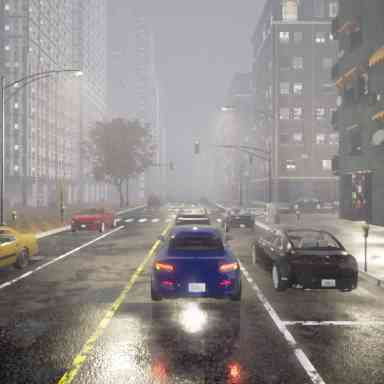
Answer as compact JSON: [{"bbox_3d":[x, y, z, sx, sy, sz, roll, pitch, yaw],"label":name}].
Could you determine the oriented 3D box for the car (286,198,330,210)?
[{"bbox_3d":[13.358,1.359,39.202,4.403,1.369,2.008,-1,1,-1],"label":"car"}]

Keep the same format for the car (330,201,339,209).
[{"bbox_3d":[18.755,1.259,39.267,4.829,1.417,1.752,-1,1,-1],"label":"car"}]

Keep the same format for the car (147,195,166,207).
[{"bbox_3d":[-5.783,1.349,52.150,2.192,1.841,5.009,0,0,0],"label":"car"}]

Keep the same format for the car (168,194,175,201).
[{"bbox_3d":[-5.843,1.649,85.288,1.947,1.339,4.313,0,0,0],"label":"car"}]

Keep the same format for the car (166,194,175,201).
[{"bbox_3d":[-5.854,1.409,90.810,2.192,1.841,5.009,0,0,0],"label":"car"}]

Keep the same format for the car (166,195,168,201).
[{"bbox_3d":[-5.793,1.607,57.673,1.947,1.339,4.313,0,0,0],"label":"car"}]

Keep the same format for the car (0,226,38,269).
[{"bbox_3d":[-5.703,1.526,8.526,1.752,1.417,4.829,0,0,0],"label":"car"}]

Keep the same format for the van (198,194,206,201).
[{"bbox_3d":[2.537,1.424,85.303,1.690,1.788,3.998,0,0,0],"label":"van"}]

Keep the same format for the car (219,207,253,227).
[{"bbox_3d":[2.657,1.555,19.777,2.008,1.369,4.403,0,0,0],"label":"car"}]

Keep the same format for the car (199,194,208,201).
[{"bbox_3d":[2.558,1.630,74.256,1.947,1.339,4.313,0,0,0],"label":"car"}]

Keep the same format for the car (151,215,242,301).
[{"bbox_3d":[0.079,1.526,8.190,1.812,1.442,4.674,0,0,0],"label":"car"}]

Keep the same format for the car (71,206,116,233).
[{"bbox_3d":[-5.723,1.549,19.762,1.887,1.381,4.507,0,0,0],"label":"car"}]

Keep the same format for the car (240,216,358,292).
[{"bbox_3d":[2.677,1.551,8.711,2.008,1.369,4.403,0,0,0],"label":"car"}]

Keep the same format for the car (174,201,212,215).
[{"bbox_3d":[0.048,1.495,18.293,2.128,1.511,4.902,0,0,0],"label":"car"}]

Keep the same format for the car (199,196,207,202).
[{"bbox_3d":[2.548,1.599,79.949,1.752,1.417,4.829,0,0,0],"label":"car"}]
